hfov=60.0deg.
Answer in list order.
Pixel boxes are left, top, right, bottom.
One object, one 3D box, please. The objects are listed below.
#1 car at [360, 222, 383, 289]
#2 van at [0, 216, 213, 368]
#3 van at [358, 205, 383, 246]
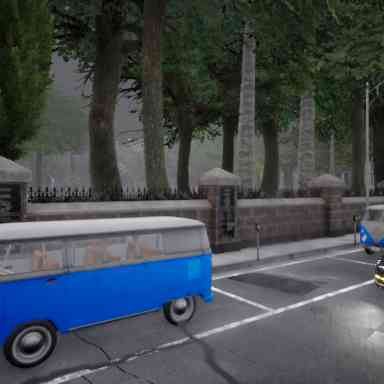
[{"bbox_3d":[6.191,1.501,7.815,4.892,1.490,1.837,0,0,-36],"label":"car"},{"bbox_3d":[-1.529,1.341,5.449,3.998,1.788,1.690,0,0,-36],"label":"van"},{"bbox_3d":[7.671,1.335,12.037,3.998,1.788,1.690,0,0,-36],"label":"van"}]
